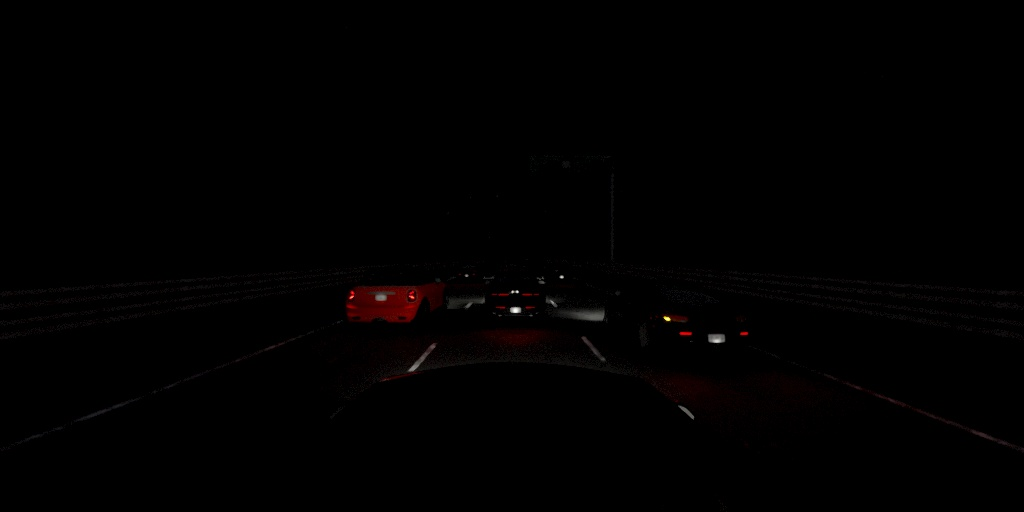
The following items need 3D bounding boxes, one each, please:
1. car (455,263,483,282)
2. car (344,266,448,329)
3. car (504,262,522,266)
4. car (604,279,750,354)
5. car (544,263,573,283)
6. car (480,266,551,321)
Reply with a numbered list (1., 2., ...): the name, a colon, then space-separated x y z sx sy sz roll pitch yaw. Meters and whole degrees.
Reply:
1. car: -3.406 1.285 29.206 1.812 1.442 4.674 0 0 0
2. car: -3.403 1.102 11.437 2.097 1.767 4.553 0 0 0
3. car: 0.094 1.238 29.716 1.882 1.535 5.008 0 0 0
4. car: 3.598 1.276 8.605 1.812 1.442 4.674 0 0 0
5. car: 3.594 1.263 28.296 1.837 1.490 4.892 0 0 0
6. car: 0.098 1.255 12.392 1.837 1.490 4.892 0 0 0
